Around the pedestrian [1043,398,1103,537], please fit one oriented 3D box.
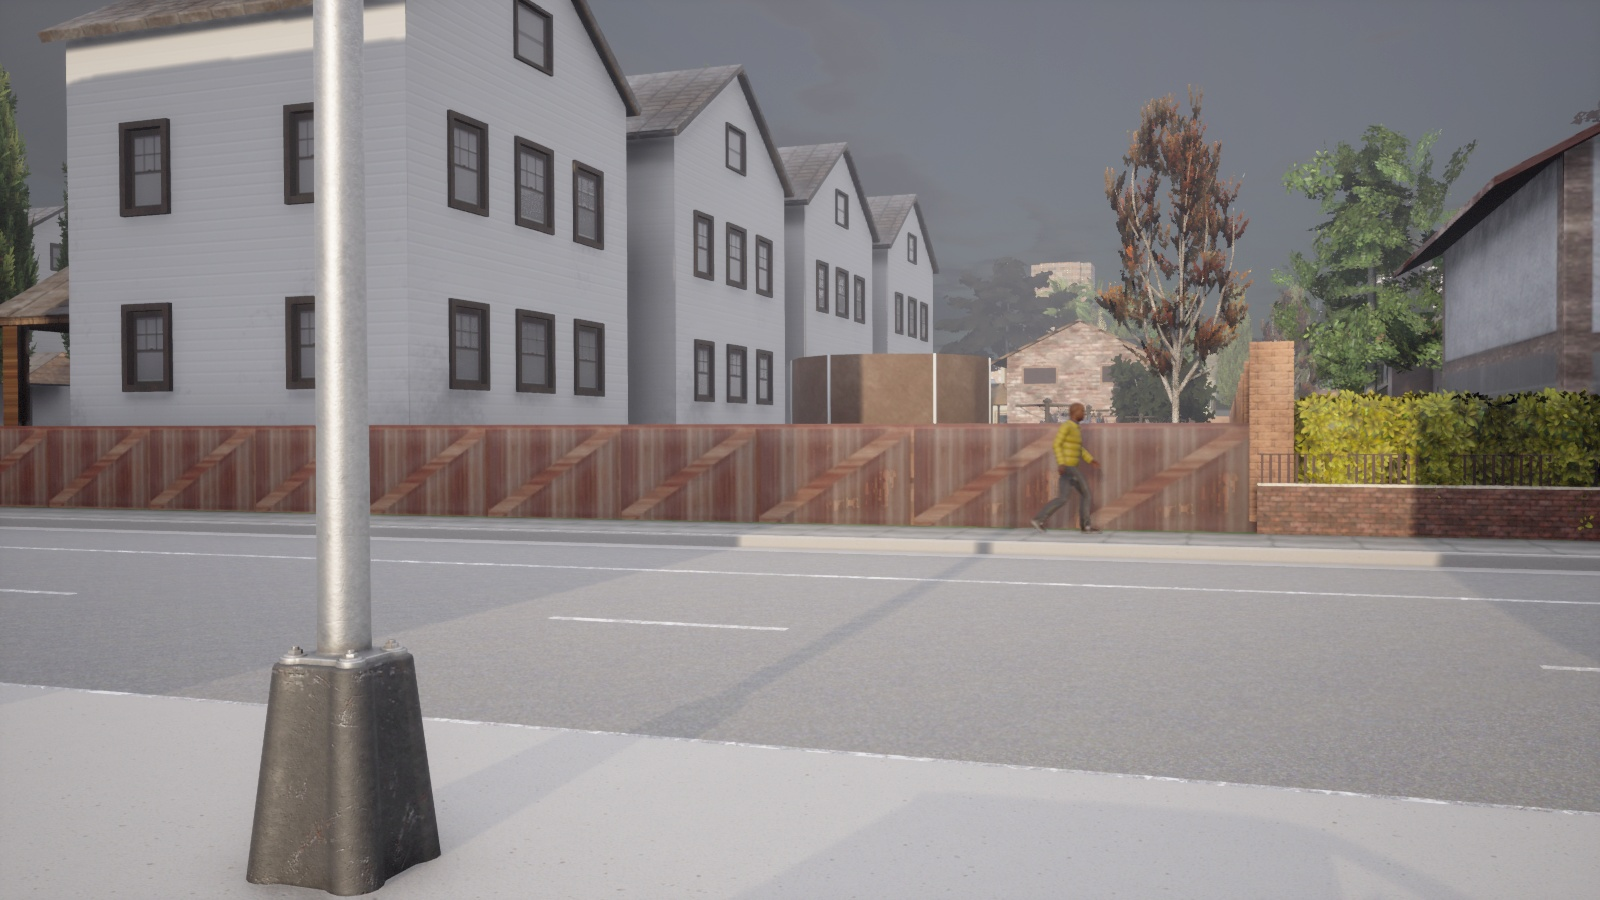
[{"bbox_3d":[3.658,0.226,16.827,0.726,1.835,0.370,1,1,19],"label":"pedestrian"}]
